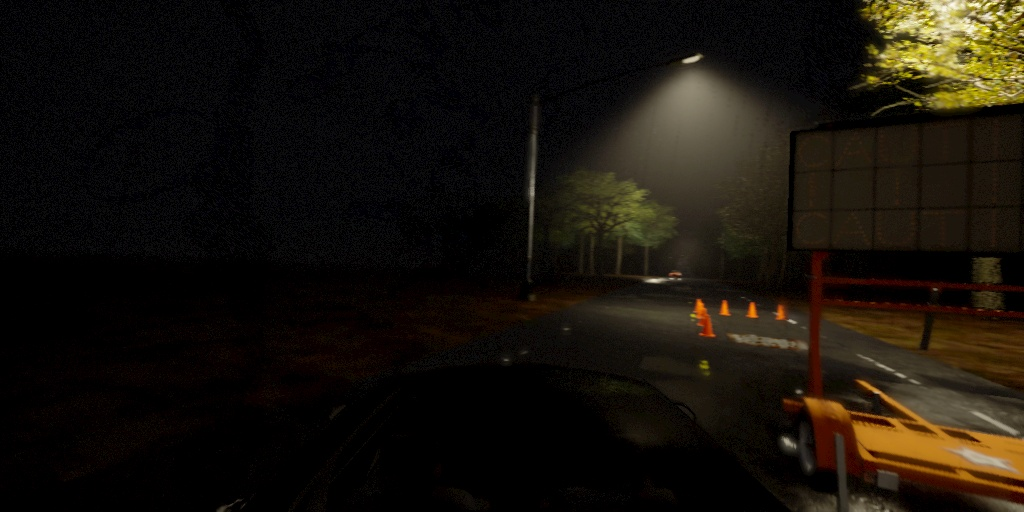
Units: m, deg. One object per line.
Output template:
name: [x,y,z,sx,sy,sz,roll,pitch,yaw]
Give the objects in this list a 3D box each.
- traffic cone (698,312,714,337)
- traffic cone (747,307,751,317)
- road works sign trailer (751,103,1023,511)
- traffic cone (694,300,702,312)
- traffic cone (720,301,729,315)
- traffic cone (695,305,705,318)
traffic cone: [5.718,2.035,10.523,0.340,0.580,0.340,0,0,25]
traffic cone: [10.095,2.263,15.083,0.340,0.580,0.340,0,0,25]
road works sign trailer: [4.072,0.396,3.569,2.380,3.560,2.880,0,0,26]
traffic cone: [7.433,2.146,14.135,0.340,0.580,0.340,0,0,25]
traffic cone: [9.192,2.233,15.512,0.340,0.580,0.340,0,0,25]
traffic cone: [6.576,2.091,12.329,0.340,0.580,0.340,0,0,25]
